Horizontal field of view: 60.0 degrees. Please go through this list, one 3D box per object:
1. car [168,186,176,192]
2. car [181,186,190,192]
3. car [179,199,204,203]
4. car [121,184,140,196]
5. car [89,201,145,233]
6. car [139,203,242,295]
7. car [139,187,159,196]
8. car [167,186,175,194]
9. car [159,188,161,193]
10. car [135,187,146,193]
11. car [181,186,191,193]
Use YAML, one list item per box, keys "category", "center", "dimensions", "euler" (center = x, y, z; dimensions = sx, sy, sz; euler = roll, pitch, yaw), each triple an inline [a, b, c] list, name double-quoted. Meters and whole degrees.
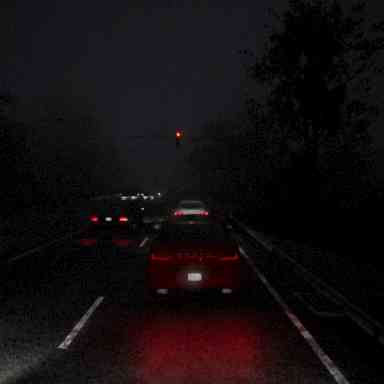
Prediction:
- category: "car"
  center: [-5.215, -0.754, 85.378]
  dimensions: [2.033, 1.411, 5.357]
  euler: [0, 1, -4]
- category: "car"
  center: [-1.723, -0.822, 85.603]
  dimensions: [1.882, 1.535, 5.008]
  euler: [0, 1, -4]
- category: "car"
  center: [-0.038, 1.089, 17.511]
  dimensions: [1.812, 1.442, 4.674]
  euler: [0, 1, 0]
- category: "car"
  center: [-11.173, -0.322, 59.878]
  dimensions: [2.150, 2.045, 5.566]
  euler: [0, 2, -1]
- category: "car"
  center: [-3.531, 1.136, 16.490]
  dimensions: [2.033, 1.411, 5.357]
  euler: [0, 1, 0]
- category: "car"
  center: [0.034, 1.280, 8.322]
  dimensions: [1.882, 1.535, 5.008]
  euler: [0, 1, 0]
- category: "car"
  center: [-7.657, 0.009, 59.804]
  dimensions: [2.033, 1.411, 5.357]
  euler: [0, 1, -1]
- category: "car"
  center: [-4.632, -0.402, 74.932]
  dimensions: [2.033, 1.411, 5.357]
  euler: [0, 1, -3]
- category: "car"
  center: [-8.173, -0.438, 75.800]
  dimensions: [1.812, 1.442, 4.674]
  euler: [0, 1, -3]
- category: "car"
  center: [-11.678, -0.419, 75.814]
  dimensions: [1.994, 1.385, 4.181]
  euler: [0, 1, -3]
- category: "car"
  center: [-1.170, -0.401, 75.886]
  dimensions: [1.994, 1.385, 4.181]
  euler: [0, 1, -3]
